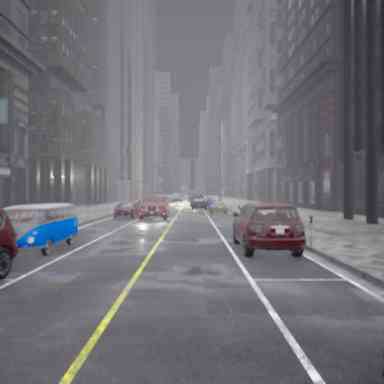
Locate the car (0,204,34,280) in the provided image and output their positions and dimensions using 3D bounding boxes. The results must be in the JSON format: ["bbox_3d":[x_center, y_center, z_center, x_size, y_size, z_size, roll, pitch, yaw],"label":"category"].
[{"bbox_3d":[-5.762,1.318,7.183,2.192,1.841,5.009,0,0,0],"label":"car"}]

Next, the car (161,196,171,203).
[{"bbox_3d":[-5.737,1.613,74.824,1.887,1.381,4.507,0,0,0],"label":"car"}]

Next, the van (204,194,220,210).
[{"bbox_3d":[2.775,1.371,41.013,1.690,1.788,3.998,0,0,0],"label":"van"}]

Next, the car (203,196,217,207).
[{"bbox_3d":[2.779,1.482,52.285,1.967,1.590,4.097,0,0,0],"label":"car"}]

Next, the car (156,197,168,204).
[{"bbox_3d":[-5.741,1.621,63.550,1.947,1.339,4.313,0,0,0],"label":"car"}]

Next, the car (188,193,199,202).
[{"bbox_3d":[0.753,1.258,52.352,2.150,2.045,5.566,0,0,0],"label":"car"}]

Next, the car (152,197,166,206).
[{"bbox_3d":[-5.743,1.615,57.913,1.947,1.339,4.313,0,0,0],"label":"car"}]

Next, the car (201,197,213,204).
[{"bbox_3d":[2.784,1.606,63.558,2.008,1.369,4.403,0,0,0],"label":"car"}]

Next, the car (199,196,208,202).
[{"bbox_3d":[2.790,1.640,80.467,1.947,1.339,4.313,0,0,0],"label":"car"}]

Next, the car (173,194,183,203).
[{"bbox_3d":[-2.974,1.653,68.809,1.895,1.301,4.718,0,0,0],"label":"car"}]

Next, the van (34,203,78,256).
[{"bbox_3d":[-5.760,1.347,12.819,1.690,1.788,3.998,0,0,0],"label":"van"}]

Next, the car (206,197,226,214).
[{"bbox_3d":[2.774,1.549,35.547,1.752,1.417,4.829,0,0,0],"label":"car"}]

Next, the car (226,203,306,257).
[{"bbox_3d":[2.765,1.320,12.831,2.192,1.841,5.009,0,0,0],"label":"car"}]

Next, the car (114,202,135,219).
[{"bbox_3d":[-5.753,1.563,29.730,1.887,1.381,4.507,0,0,0],"label":"car"}]

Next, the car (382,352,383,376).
[{"bbox_3d":[2.762,1.545,1.559,1.887,1.381,4.507,0,0,0],"label":"car"}]

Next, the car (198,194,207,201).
[{"bbox_3d":[2.791,1.396,86.104,2.192,1.841,5.009,0,0,0],"label":"car"}]

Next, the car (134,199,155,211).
[{"bbox_3d":[-5.749,1.596,41.003,1.947,1.339,4.313,0,0,0],"label":"car"}]

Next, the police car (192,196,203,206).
[{"bbox_3d":[0.922,1.475,58.439,1.930,1.638,5.238,0,0,0],"label":"police car"}]

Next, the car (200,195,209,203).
[{"bbox_3d":[2.788,1.508,74.830,1.967,1.590,4.097,0,0,0],"label":"car"}]

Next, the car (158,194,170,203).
[{"bbox_3d":[-5.740,1.377,69.187,2.192,1.841,5.009,0,0,0],"label":"car"}]

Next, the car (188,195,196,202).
[{"bbox_3d":[0.028,1.416,75.588,1.837,1.490,4.892,0,0,0],"label":"car"}]

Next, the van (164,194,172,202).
[{"bbox_3d":[-5.736,1.416,80.461,1.690,1.788,3.998,0,0,0],"label":"van"}]

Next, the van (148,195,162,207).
[{"bbox_3d":[-5.746,1.384,52.277,1.690,1.788,3.998,0,0,0],"label":"van"}]

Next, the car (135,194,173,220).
[{"bbox_3d":[-3.089,1.239,28.261,2.150,2.045,5.566,0,0,0],"label":"car"}]

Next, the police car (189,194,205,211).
[{"bbox_3d":[0.916,1.457,42.439,1.930,1.638,5.238,0,0,0],"label":"police car"}]

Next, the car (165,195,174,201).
[{"bbox_3d":[-5.733,1.521,86.097,1.967,1.590,4.097,0,0,0],"label":"car"}]
